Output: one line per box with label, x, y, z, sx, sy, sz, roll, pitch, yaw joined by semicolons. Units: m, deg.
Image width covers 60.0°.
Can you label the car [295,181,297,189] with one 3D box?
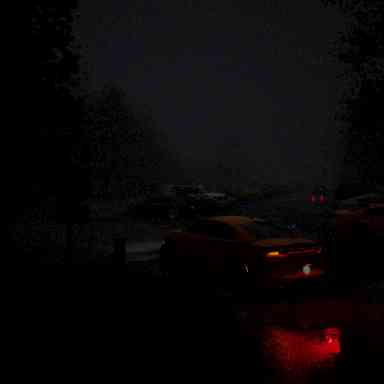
car;18.197;-1.039;67.803;4.892;1.521;2.231;1;2;24

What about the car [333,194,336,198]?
car;10.979;1.056;19.420;4.792;1.488;2.163;1;3;24

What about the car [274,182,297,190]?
car;20.428;-1.363;72.879;4.553;1.767;2.185;1;2;24

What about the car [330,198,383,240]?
car;8.803;1.265;14.464;5.008;1.535;2.097;1;3;24

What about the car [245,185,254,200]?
car;3.391;0.317;34.929;5.366;1.575;1.946;1;3;24

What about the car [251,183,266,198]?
car;5.694;0.070;40.108;5.366;1.575;1.946;1;3;24

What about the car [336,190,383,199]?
car;9.961;1.019;16.973;4.553;1.767;2.185;1;3;24

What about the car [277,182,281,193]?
car;10.343;-0.321;50.042;4.792;1.488;2.163;1;2;24

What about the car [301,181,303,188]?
car;22.705;-1.434;77.945;5.008;1.535;2.097;1;2;24

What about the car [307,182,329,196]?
car;18.120;-0.239;47.573;2.128;1.511;4.902;1;2;24

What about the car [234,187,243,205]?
car;1.477;0.569;29.710;5.366;1.575;1.946;1;3;24

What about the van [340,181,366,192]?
van;31.395;-1.150;64.986;4.442;1.987;1.878;1;2;24

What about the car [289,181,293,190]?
car;15.780;-0.849;62.805;5.366;1.575;1.946;1;2;24

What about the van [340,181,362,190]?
van;35.892;-1.543;75.106;4.442;1.987;1.878;1;2;24

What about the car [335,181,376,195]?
car;25.591;-0.682;52.279;5.566;2.045;2.435;1;2;24

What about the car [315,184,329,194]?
car;22.300;-0.618;56.976;1.882;1.535;5.008;1;2;24

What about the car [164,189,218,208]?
car;-0.941;0.814;24.714;5.008;1.535;2.097;1;3;24

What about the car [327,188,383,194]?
car;13.085;0.776;24.539;5.366;1.575;1.946;1;3;24

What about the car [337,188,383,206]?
car;16.601;0.445;32.062;4.792;1.488;2.163;1;3;24

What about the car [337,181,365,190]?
car;34.635;-1.472;72.633;5.566;2.045;2.435;1;2;24

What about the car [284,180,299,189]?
car;19.160;-1.145;70.411;5.366;1.575;1.946;1;2;24

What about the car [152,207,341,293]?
car;0.953;1.351;8.625;1.882;1.535;5.008;2;-1;-32

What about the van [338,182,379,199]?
van;21.014;-0.262;42.179;4.442;1.987;1.878;1;3;24

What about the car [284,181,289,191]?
car;13.670;-0.618;57.672;4.792;1.488;2.163;1;2;24

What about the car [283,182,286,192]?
car;12.543;-0.519;55.137;4.792;1.488;2.163;1;2;24

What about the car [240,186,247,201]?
car;2.440;0.447;32.317;4.892;1.521;2.231;1;3;24

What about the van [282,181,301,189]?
van;24.856;-1.858;83.052;4.442;1.987;1.878;1;2;24

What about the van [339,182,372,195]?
van;24.386;-0.560;49.787;4.442;1.987;1.878;1;2;24

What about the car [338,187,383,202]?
car;18.952;0.204;37.211;4.792;1.488;2.163;1;3;24

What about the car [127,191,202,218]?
car;-2.099;0.965;22.195;4.792;1.488;2.163;1;3;24

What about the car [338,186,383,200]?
car;20.023;0.099;39.621;4.792;1.488;2.163;1;3;24

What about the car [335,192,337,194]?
car;12.128;0.945;21.938;4.674;1.452;2.002;1;3;24

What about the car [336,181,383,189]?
car;15.528;0.287;29.498;5.566;2.045;2.435;1;3;24

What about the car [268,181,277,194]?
car;9.220;-0.376;47.502;4.553;1.767;2.185;1;3;24

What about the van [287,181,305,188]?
van;28.230;-2.079;90.645;4.442;1.987;1.878;1;2;24

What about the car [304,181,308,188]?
car;26.116;-1.980;85.527;5.566;2.045;2.435;1;2;24

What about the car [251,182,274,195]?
car;8.057;-0.145;44.984;4.892;1.521;2.231;1;3;24

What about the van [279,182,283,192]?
van;11.550;-0.674;52.532;4.442;1.987;1.878;1;2;24

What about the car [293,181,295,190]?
car;17.082;-0.941;65.263;4.892;1.521;2.231;1;2;24

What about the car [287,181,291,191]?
car;14.796;-0.716;60.207;4.792;1.488;2.163;1;2;24

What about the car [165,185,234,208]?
car;0.206;0.441;27.227;5.566;2.045;2.435;1;3;24

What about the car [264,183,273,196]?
car;7.109;-0.036;42.380;5.366;1.575;1.946;1;3;24

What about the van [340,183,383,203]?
van;17.907;0.067;34.634;4.442;1.987;1.878;1;3;24

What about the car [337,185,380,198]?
car;22.249;-0.136;44.686;5.008;1.535;2.097;1;2;24

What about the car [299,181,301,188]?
car;21.554;-1.461;75.415;4.553;1.767;2.185;1;2;24

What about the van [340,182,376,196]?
van;23.474;-0.458;47.162;4.442;1.987;1.878;1;2;24
